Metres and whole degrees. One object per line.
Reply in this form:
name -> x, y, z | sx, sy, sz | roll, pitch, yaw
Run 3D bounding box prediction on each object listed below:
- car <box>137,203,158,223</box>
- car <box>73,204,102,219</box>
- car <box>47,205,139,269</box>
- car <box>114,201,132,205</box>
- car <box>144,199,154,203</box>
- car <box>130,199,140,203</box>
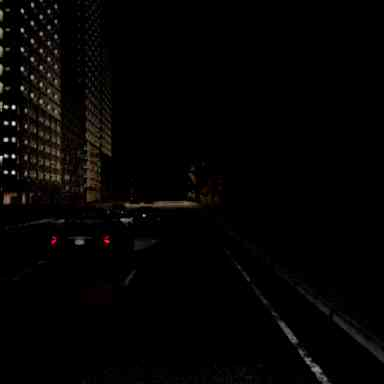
car -> -4.125, 1.974, 29.937 | 1.994, 1.385, 4.181 | 0, -1, -3
car -> -11.115, 2.071, 35.623 | 1.994, 1.385, 4.181 | 0, -1, -3
car -> -3.365, 1.521, 11.931 | 2.097, 1.767, 4.553 | 0, -1, -1
car -> -7.872, 2.023, 35.689 | 1.812, 1.442, 4.674 | 0, -1, -3
car -> -9.998, 2.320, 77.439 | 1.882, 1.535, 5.008 | 0, -1, -3
car -> -13.245, 2.206, 77.297 | 2.097, 1.767, 4.553 | 0, -1, -3
